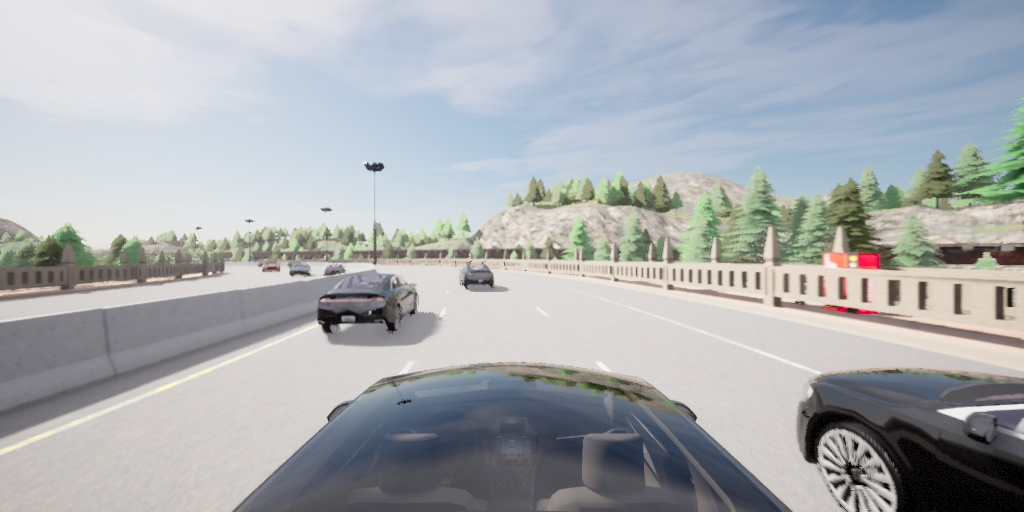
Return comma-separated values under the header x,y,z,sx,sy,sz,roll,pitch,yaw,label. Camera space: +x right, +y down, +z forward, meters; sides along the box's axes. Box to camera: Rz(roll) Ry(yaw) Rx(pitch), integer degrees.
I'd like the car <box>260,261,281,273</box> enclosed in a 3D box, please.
x,y,z,sx,sy,sz,roll,pitch,yaw,label
-35.064,1.460,52.273,2.097,1.767,4.553,-1,0,-36,car

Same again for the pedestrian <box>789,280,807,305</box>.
x,y,z,sx,sy,sz,roll,pitch,yaw,label
10.355,1.110,12.910,0.375,1.300,0.375,-1,1,-6,pedestrian

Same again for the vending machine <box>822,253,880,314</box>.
x,y,z,sx,sy,sz,roll,pitch,yaw,label
10.904,0.882,11.577,1.100,2.100,0.880,0,0,-5,vending machine

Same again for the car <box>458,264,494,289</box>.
x,y,z,sx,sy,sz,roll,pitch,yaw,label
-2.398,1.260,23.332,2.128,1.511,4.902,0,0,-13,car

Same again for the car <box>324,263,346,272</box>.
x,y,z,sx,sy,sz,roll,pitch,yaw,label
-18.527,1.475,37.761,1.994,1.385,4.181,0,0,-24,car

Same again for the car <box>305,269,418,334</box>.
x,y,z,sx,sy,sz,roll,pitch,yaw,label
-4.061,1.261,10.784,2.128,1.511,4.902,0,0,-6,car

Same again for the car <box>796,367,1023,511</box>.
x,y,z,sx,sy,sz,roll,pitch,yaw,label
3.435,1.226,1.190,2.128,1.511,4.902,0,0,0,car

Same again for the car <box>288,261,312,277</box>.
x,y,z,sx,sy,sz,roll,pitch,yaw,label
-22.868,1.502,38.969,2.033,1.411,5.357,0,0,-25,car
